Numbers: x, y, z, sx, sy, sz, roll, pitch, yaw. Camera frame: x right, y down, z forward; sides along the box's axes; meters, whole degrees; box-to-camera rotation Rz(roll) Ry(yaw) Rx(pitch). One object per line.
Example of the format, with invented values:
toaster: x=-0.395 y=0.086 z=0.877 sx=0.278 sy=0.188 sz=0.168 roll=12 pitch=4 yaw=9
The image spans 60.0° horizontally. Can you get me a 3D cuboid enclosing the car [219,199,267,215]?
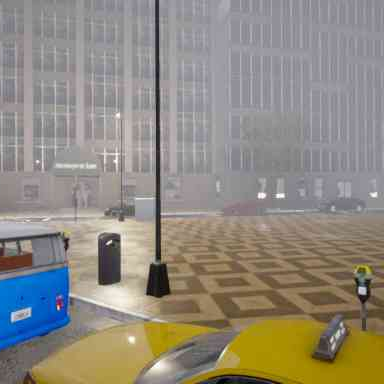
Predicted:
car: x=4.569 y=1.320 z=29.911 sx=4.181 sy=1.385 sz=1.994 roll=0 pitch=0 yaw=-14

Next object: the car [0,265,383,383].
car: x=0.667 y=1.525 z=2.250 sx=4.829 sy=1.417 sz=1.752 roll=0 pitch=0 yaw=35

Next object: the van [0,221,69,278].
van: x=-3.705 y=1.343 z=5.358 sx=3.998 sy=1.788 sz=1.690 roll=0 pitch=0 yaw=35

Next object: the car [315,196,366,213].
car: x=14.428 y=1.191 z=32.355 sx=4.892 sy=1.490 sz=1.837 roll=0 pitch=0 yaw=-14

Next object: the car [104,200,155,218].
car: x=-5.144 y=1.396 z=27.485 sx=4.181 sy=1.385 sz=1.994 roll=0 pitch=0 yaw=-14
